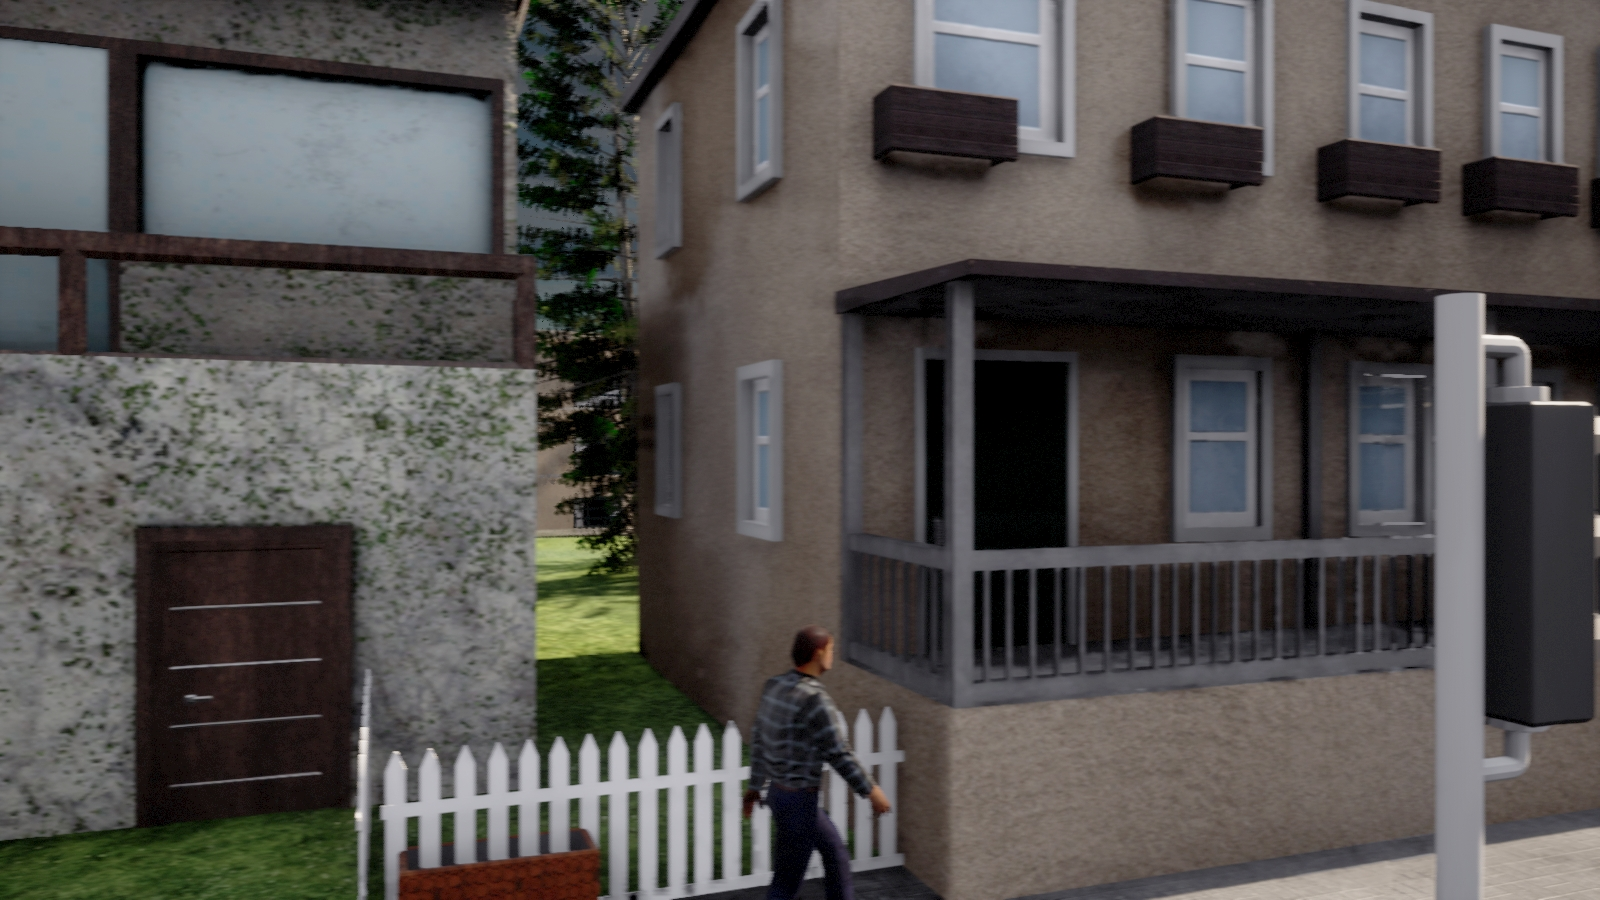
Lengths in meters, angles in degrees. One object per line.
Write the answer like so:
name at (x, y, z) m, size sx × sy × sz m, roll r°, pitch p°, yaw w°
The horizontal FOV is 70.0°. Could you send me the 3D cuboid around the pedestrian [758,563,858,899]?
pedestrian at (0.035, 1.523, 5.727) m, size 0.375 × 1.860 × 0.375 m, roll 0°, pitch 0°, yaw -26°
